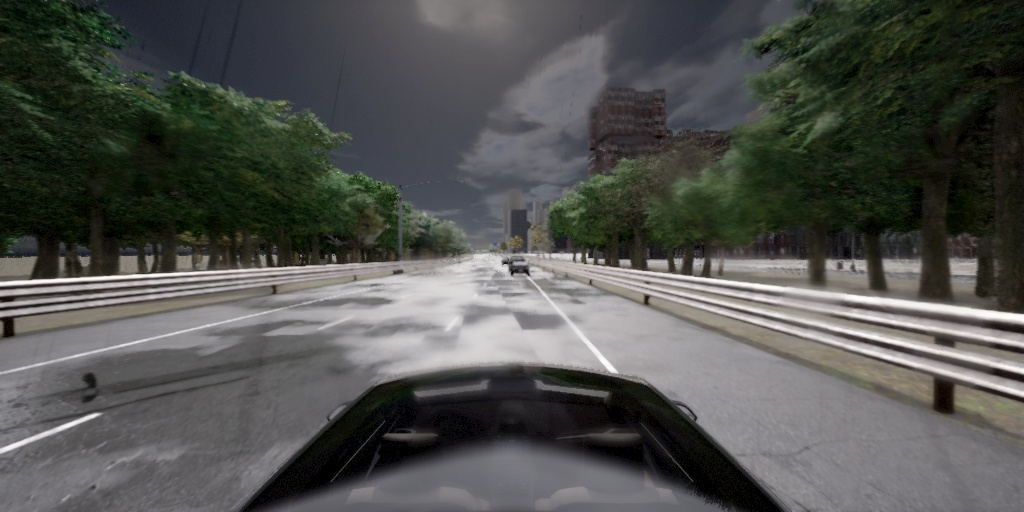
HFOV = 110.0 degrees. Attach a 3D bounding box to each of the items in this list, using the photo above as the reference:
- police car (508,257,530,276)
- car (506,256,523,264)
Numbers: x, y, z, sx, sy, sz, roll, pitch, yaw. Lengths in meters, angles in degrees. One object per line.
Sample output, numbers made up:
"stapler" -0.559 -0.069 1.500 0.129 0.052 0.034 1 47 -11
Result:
"police car" 0.791 1.185 36.836 1.930 1.638 5.238 0 0 -1
"car" 0.615 0.980 46.799 2.150 2.045 5.566 0 0 -1
